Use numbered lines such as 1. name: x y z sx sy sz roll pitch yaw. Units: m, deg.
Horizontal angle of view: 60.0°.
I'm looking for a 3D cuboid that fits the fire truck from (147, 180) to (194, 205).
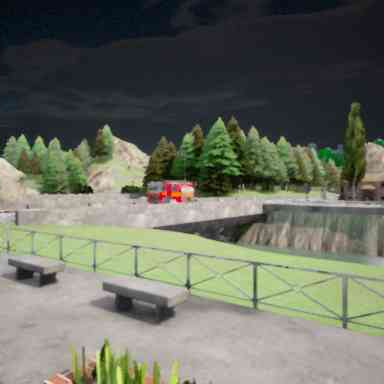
1. fire truck: -3.221 0.153 51.743 2.891 3.827 8.468 0 0 36
